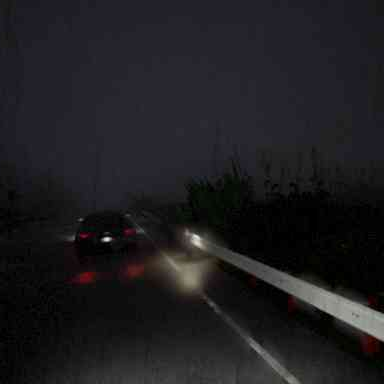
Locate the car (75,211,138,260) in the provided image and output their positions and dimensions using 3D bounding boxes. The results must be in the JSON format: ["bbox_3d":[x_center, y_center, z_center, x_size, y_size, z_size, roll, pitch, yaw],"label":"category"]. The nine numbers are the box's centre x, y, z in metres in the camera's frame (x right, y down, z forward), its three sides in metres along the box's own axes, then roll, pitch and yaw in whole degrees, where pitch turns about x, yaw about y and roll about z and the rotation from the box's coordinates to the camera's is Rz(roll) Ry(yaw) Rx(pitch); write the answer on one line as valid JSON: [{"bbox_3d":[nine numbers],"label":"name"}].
[{"bbox_3d":[-3.143,1.378,12.116,1.994,1.385,4.181,-4,2,-15],"label":"car"}]
